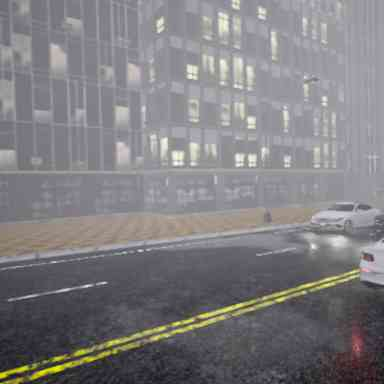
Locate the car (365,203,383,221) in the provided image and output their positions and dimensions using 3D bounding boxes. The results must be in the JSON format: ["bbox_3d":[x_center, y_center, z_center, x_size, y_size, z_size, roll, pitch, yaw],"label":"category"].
[{"bbox_3d":[10.101,1.200,14.878,5.008,1.535,1.882,-1,1,-35],"label":"car"}]

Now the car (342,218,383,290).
[{"bbox_3d":[5.528,1.382,7.382,4.674,1.442,1.812,-1,1,-36],"label":"car"}]

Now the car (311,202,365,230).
[{"bbox_3d":[8.247,1.247,17.547,4.674,1.442,1.812,-1,1,-35],"label":"car"}]
